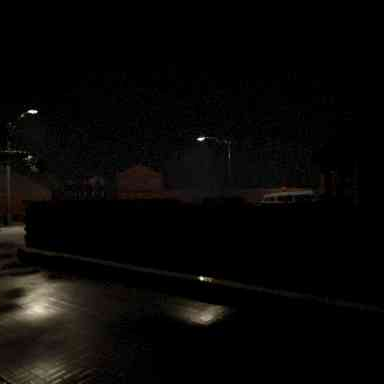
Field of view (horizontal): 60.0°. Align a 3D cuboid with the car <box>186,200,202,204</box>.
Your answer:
[{"bbox_3d":[0.494,1.658,38.504,1.882,1.535,5.008,-1,0,36],"label":"car"}]

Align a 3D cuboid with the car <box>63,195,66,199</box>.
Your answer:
[{"bbox_3d":[-25.403,1.454,64.291,3.866,1.878,1.905,-1,0,35],"label":"car"}]
